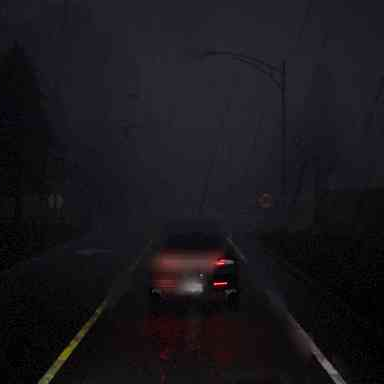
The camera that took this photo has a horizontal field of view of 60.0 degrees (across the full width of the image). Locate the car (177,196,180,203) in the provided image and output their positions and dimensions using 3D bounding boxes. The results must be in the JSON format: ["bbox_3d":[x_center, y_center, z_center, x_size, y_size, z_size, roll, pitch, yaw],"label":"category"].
[{"bbox_3d":[-3.569,1.477,57.292,1.882,1.535,5.008,0,0,0],"label":"car"}]

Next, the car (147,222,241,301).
[{"bbox_3d":[0.055,1.492,8.322,2.128,1.511,4.902,0,0,0],"label":"car"}]

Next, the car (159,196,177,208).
[{"bbox_3d":[-3.585,1.547,47.101,2.033,1.411,5.357,0,0,0],"label":"car"}]

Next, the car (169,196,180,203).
[{"bbox_3d":[-3.508,1.505,67.578,1.837,1.490,4.892,0,0,0],"label":"car"}]

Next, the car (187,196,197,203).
[{"bbox_3d":[0.010,1.491,69.553,2.128,1.511,4.902,0,0,0],"label":"car"}]
